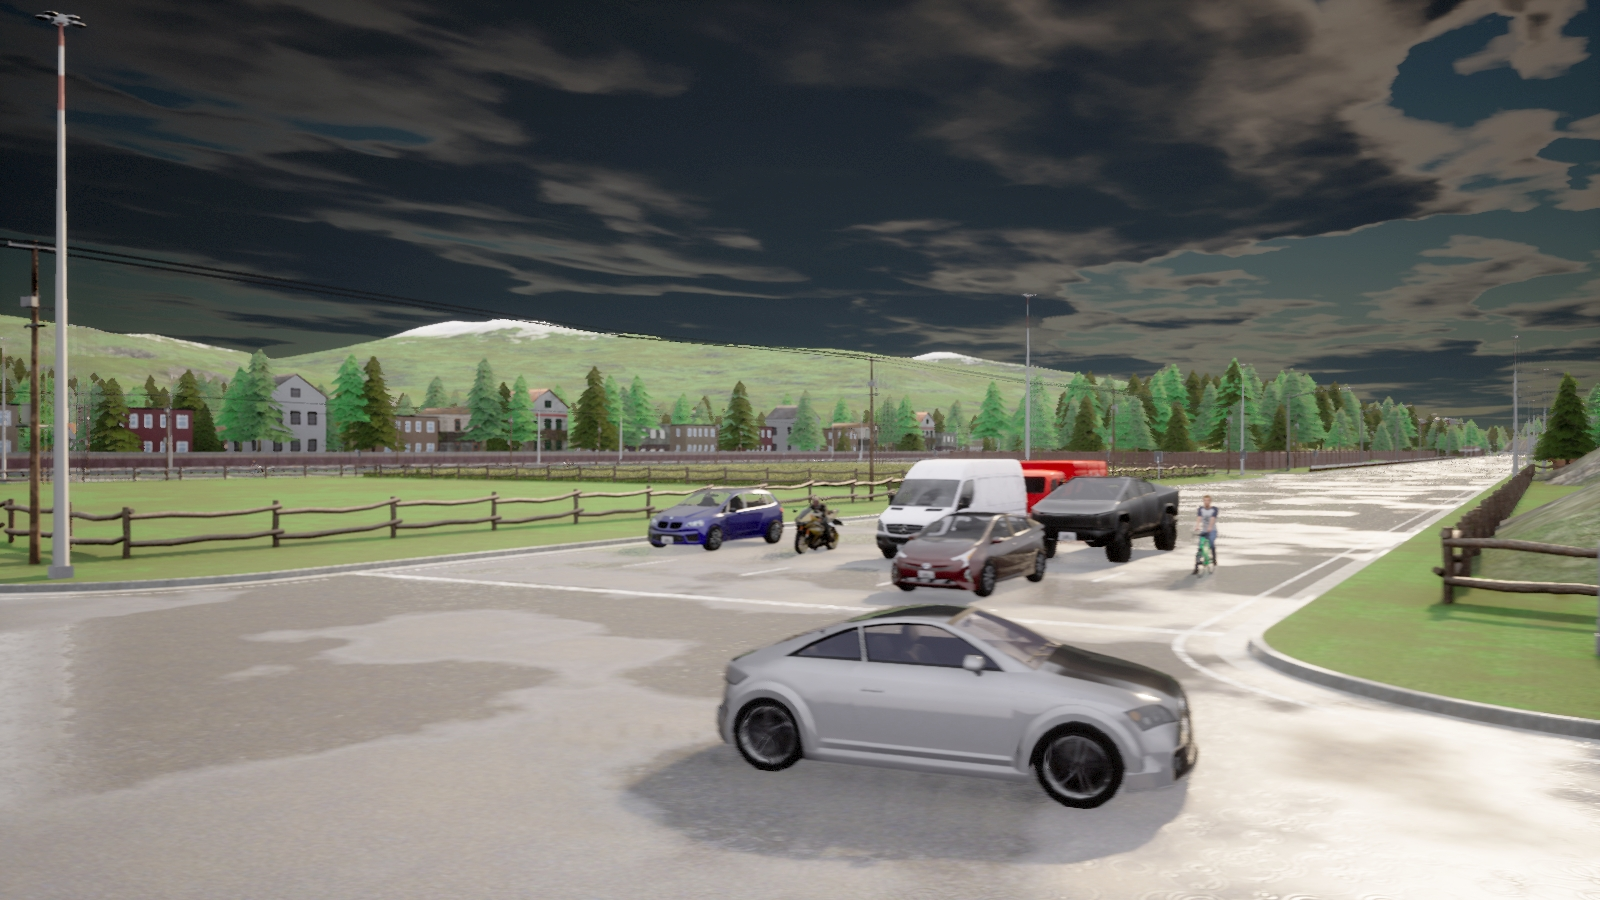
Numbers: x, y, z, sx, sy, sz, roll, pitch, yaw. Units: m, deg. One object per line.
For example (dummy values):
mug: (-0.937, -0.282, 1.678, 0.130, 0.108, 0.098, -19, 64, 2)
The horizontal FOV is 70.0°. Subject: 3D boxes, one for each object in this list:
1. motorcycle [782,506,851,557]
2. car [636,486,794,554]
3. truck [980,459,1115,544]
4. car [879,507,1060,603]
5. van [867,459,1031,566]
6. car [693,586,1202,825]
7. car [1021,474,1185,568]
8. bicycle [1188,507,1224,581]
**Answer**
motorcycle: (0.472, 2.209, 31.476, 0.867, 1.251, 2.209, 0, 0, 33)
car: (-2.402, 1.971, 33.475, 2.242, 1.667, 4.611, 0, 0, 34)
truck: (8.096, 1.570, 36.896, 2.627, 2.467, 5.204, 0, 0, 32)
car: (3.592, 2.043, 23.446, 2.007, 1.525, 4.514, 0, 0, 33)
van: (4.144, 1.538, 30.703, 1.988, 2.561, 5.915, 0, 0, 33)
car: (1.362, 2.120, 10.270, 4.181, 1.385, 1.994, 0, 0, 22)
car: (8.244, 1.757, 30.560, 2.390, 2.098, 6.274, 0, 0, 33)
bicycle: (9.008, 2.059, 25.344, 0.373, 1.496, 1.643, 0, 0, 33)
